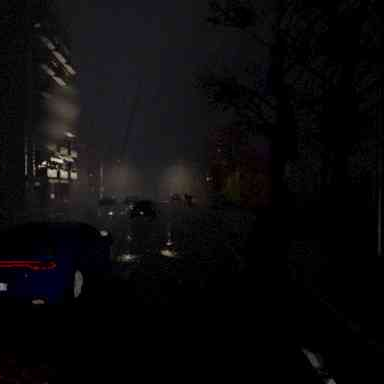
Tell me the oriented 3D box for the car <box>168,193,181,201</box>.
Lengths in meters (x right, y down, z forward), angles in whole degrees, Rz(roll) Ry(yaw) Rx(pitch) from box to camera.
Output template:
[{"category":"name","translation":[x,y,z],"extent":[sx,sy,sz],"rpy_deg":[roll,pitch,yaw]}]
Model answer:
[{"category":"car","translation":[-3.066,1.015,63.709],"extent":[1.837,1.490,4.892],"rpy_deg":[0,1,-6]}]

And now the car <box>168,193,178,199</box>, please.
[{"category":"car","translation":[-4.473,0.989,77.265],"extent":[1.895,1.301,4.718],"rpy_deg":[0,0,-7]}]

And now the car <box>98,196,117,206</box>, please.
[{"category":"car","translation":[-11.450,1.265,45.247],"extent":[1.895,1.301,4.718],"rpy_deg":[0,0,-4]}]

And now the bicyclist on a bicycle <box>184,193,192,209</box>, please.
[{"category":"bicyclist on a bicycle","translation":[-0.268,1.077,38.375],"extent":[0.659,1.776,1.843],"rpy_deg":[0,1,-3]}]

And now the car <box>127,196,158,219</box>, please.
[{"category":"car","translation":[-3.734,1.328,26.400],"extent":[1.812,1.442,4.674],"rpy_deg":[0,0,-2]}]

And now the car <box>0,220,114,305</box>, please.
[{"category":"car","translation":[-3.236,1.419,8.040],"extent":[1.882,1.535,5.008],"rpy_deg":[0,0,-1]}]

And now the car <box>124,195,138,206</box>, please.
[{"category":"car","translation":[-8.237,1.147,45.929],"extent":[2.128,1.511,4.902],"rpy_deg":[0,0,-4]}]

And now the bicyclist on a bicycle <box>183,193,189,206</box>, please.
[{"category":"bicyclist on a bicycle","translation":[-0.847,1.007,47.433],"extent":[0.659,1.776,1.843],"rpy_deg":[0,1,-4]}]
